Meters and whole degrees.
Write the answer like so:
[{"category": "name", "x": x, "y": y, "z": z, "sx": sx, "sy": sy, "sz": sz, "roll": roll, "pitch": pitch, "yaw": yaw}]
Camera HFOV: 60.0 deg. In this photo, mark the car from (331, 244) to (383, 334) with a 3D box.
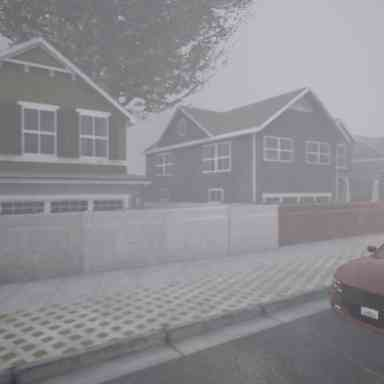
[{"category": "car", "x": 4.615, "y": 1.454, "z": 6.144, "sx": 5.008, "sy": 1.535, "sz": 1.882, "roll": 0, "pitch": 0, "yaw": -34}]
